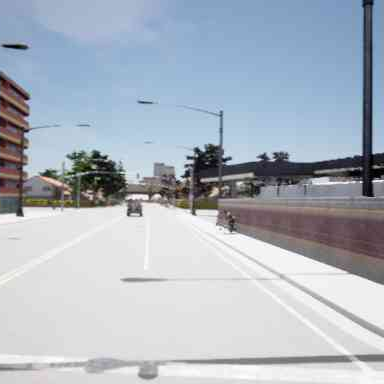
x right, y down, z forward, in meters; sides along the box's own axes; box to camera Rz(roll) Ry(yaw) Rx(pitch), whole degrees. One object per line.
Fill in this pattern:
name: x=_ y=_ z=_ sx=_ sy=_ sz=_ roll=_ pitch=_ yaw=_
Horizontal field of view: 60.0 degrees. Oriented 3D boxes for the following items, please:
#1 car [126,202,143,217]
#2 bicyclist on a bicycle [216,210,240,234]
car: x=-8.294 y=2.471 z=48.268 sx=2.150 sy=2.045 sz=5.566 roll=1 pitch=-2 yaw=-7
bicyclist on a bicycle: x=2.373 y=2.005 z=21.959 sx=1.656 sy=1.620 sz=0.582 roll=1 pitch=-2 yaw=-7
